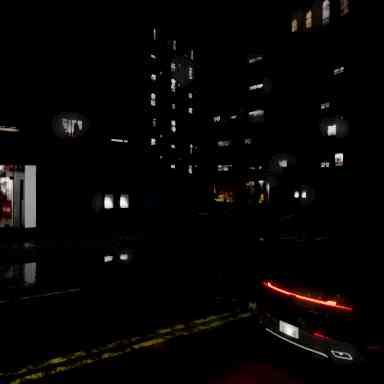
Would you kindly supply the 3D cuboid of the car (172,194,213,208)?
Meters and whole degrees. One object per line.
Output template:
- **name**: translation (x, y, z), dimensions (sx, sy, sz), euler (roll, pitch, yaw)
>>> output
- **car**: translation (0.041, 1.041, 39.219), dimensions (4.403, 1.369, 2.008), euler (1, 0, 37)

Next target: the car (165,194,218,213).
- **car**: translation (-0.089, 1.043, 32.052), dimensions (5.008, 1.535, 1.882), euler (1, 1, 37)

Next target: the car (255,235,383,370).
- **car**: translation (3.230, 1.507, 5.617), dimensions (4.892, 1.490, 1.837), euler (0, 0, -35)

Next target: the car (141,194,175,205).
- **car**: translation (-4.373, 0.961, 42.543), dimensions (4.206, 1.307, 1.802), euler (1, 0, 37)

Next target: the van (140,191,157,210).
- **van**: translation (-5.021, 0.817, 32.546), dimensions (3.998, 1.788, 1.690), euler (1, 0, 37)

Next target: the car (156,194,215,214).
- **car**: translation (-0.614, 1.138, 29.221), dimensions (4.403, 1.369, 2.008), euler (1, 0, 37)
